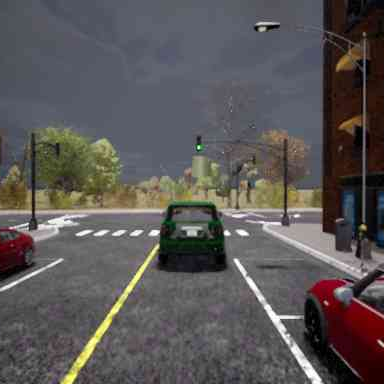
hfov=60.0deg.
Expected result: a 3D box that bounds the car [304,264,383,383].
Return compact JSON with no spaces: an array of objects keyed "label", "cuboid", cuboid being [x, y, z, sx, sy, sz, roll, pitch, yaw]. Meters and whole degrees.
[{"label":"car","cuboid":[2.674,1.471,3.580,1.967,1.590,4.097,-1,0,0]}]

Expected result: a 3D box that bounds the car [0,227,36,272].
[{"label":"car","cuboid":[-5.800,1.657,9.049,1.802,1.307,4.206,-1,0,0]}]

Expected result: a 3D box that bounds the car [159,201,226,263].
[{"label":"car","cuboid":[0.013,1.329,12.584,2.150,2.045,5.566,0,0,0]}]
